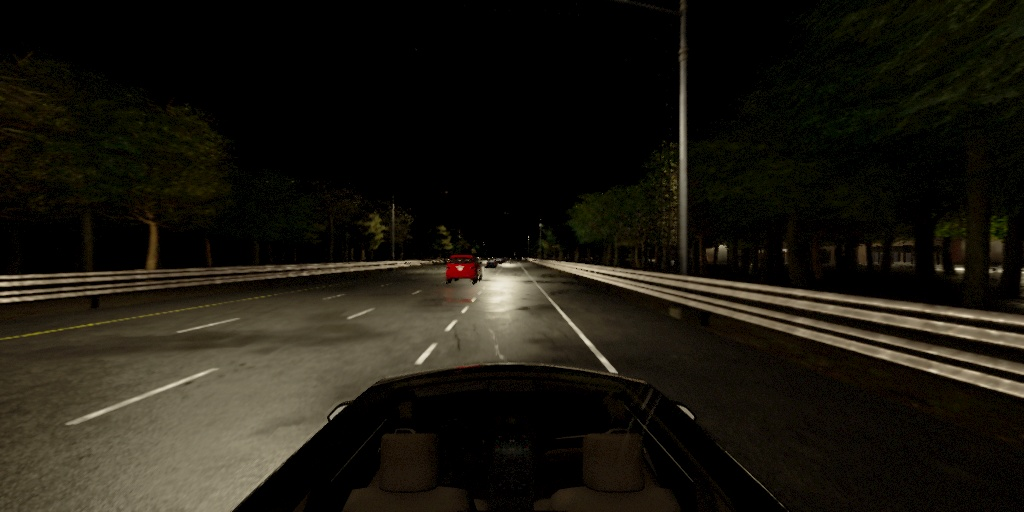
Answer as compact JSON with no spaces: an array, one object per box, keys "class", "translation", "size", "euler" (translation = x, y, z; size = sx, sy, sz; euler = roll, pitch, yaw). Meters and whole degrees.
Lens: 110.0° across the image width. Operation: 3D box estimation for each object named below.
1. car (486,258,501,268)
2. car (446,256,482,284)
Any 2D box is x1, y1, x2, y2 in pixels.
[{"class":"car","translation":[-3.399,1.356,60.865],"size":[2.033,1.411,5.357],"euler":[0,0,0]},{"class":"car","translation":[-3.491,0.985,26.820],"size":[2.150,2.045,5.566],"euler":[0,0,0]}]
